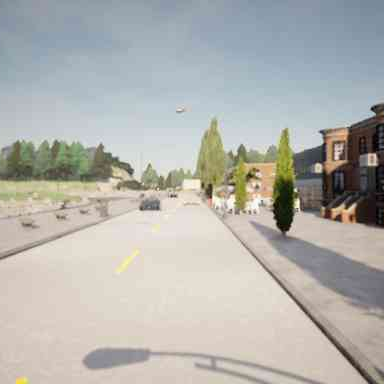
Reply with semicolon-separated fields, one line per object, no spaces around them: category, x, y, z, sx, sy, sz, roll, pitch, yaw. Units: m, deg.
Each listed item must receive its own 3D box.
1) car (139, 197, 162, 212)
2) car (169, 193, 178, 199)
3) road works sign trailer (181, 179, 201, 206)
car;-4.105;1.232;33.630;1.994;1.385;4.181;0;1;0
car;-4.027;0.801;74.214;1.895;1.301;4.718;0;1;0
road works sign trailer;-0.016;0.024;44.707;2.380;3.560;2.880;0;1;0
